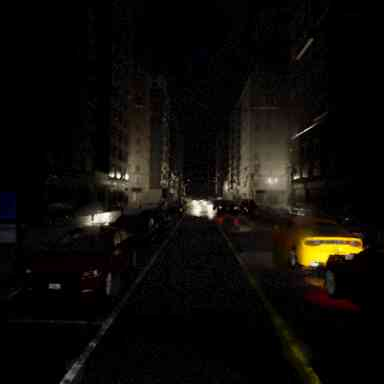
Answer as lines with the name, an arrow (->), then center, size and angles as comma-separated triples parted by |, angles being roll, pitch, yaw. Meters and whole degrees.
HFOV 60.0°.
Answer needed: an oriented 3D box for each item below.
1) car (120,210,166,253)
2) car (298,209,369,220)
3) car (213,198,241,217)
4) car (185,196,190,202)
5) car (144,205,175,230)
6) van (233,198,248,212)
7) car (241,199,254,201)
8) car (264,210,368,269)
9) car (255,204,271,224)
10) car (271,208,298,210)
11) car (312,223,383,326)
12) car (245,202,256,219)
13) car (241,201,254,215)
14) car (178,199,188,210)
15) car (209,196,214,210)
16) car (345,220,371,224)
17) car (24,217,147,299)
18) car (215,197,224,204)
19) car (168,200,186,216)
car -> -2.431, 1.633, 14.081 | 1.947, 1.339, 4.313 | 1, 0, 1
car -> 6.094, 1.659, 13.910 | 1.967, 1.590, 4.097 | 1, 0, 1
car -> 3.766, 1.705, 36.344 | 2.097, 1.767, 4.553 | 1, 0, 2
car -> -1.708, 1.780, 47.224 | 1.967, 1.590, 4.097 | 1, 0, 1
car -> -2.311, 1.679, 19.605 | 1.947, 1.339, 4.313 | 1, 0, 1
van -> 6.817, 1.833, 47.043 | 1.690, 1.788, 3.998 | 1, 0, 1
car -> 6.697, 1.761, 41.521 | 2.192, 1.841, 5.009 | 1, 0, 1
car -> 4.088, 1.645, 11.762 | 1.882, 1.535, 5.008 | 1, 0, 1
car -> 6.332, 1.861, 24.953 | 2.008, 1.369, 4.403 | 1, 0, 1
car -> 6.214, 1.705, 19.432 | 1.967, 1.590, 4.097 | 1, 0, 1
car -> 3.958, 1.596, 5.764 | 1.882, 1.535, 5.008 | 1, 0, 1
car -> 6.453, 1.906, 30.475 | 2.008, 1.369, 4.403 | 1, 0, 1
car -> 6.572, 1.967, 35.997 | 1.947, 1.339, 4.313 | 1, 0, 1
car -> -1.830, 1.860, 41.699 | 1.947, 1.339, 4.313 | 1, 0, 1
car -> 3.966, 1.794, 47.337 | 2.097, 1.767, 4.553 | 1, -1, 1
car -> 5.976, 1.701, 8.557 | 1.752, 1.417, 4.829 | 1, 0, 1
car -> -2.551, 1.567, 8.558 | 1.887, 1.381, 4.507 | 1, 0, 1
car -> 7.484, 2.313, 90.927 | 1.967, 1.590, 4.097 | 1, -1, 0
car -> -1.951, 1.831, 36.176 | 1.802, 1.307, 4.206 | 1, 0, 1
